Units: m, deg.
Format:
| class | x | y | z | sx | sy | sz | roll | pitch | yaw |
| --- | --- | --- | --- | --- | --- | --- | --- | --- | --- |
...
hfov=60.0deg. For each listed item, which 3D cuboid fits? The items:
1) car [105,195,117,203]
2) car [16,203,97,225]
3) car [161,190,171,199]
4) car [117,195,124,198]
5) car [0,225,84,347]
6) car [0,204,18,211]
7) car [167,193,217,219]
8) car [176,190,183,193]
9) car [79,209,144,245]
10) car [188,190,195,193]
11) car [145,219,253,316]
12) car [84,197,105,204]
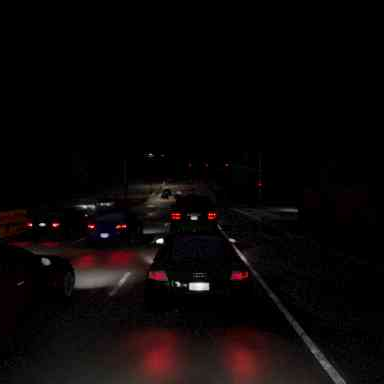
| class | x | y | z | sx | sy | sz | roll | pitch | yaw |
| --- | --- | --- | --- | --- | --- | --- | --- | --- | --- |
| car | -17.555 | 1.595 | 69.315 | 1.895 | 1.301 | 4.718 | 0 | 0 | 0 |
| car | -6.902 | 1.547 | 17.756 | 2.033 | 1.411 | 5.357 | 0 | 0 | -1 |
| car | -7.161 | 1.070 | 87.097 | 1.812 | 1.442 | 4.674 | 0 | 3 | 0 |
| car | -17.614 | 1.465 | 79.516 | 1.895 | 1.301 | 4.718 | 0 | 1 | 0 |
| car | -3.407 | 1.526 | 5.195 | 1.812 | 1.442 | 4.674 | 0 | 0 | 0 |
| car | -14.272 | 1.547 | 23.868 | 2.033 | 1.411 | 5.357 | 0 | 0 | 2 |
| car | 0.089 | 1.221 | 17.022 | 2.150 | 2.045 | 5.566 | 0 | 0 | 0 |
| car | -3.661 | 1.070 | 87.119 | 1.812 | 1.442 | 4.674 | 0 | 3 | 0 |
| car | -3.410 | 1.526 | 15.305 | 1.812 | 1.442 | 4.674 | 0 | 0 | 0 |
| car | -0.163 | 1.000 | 87.528 | 1.882 | 1.535 | 5.008 | 0 | 3 | 0 |
| car | 0.101 | 1.564 | 7.618 | 1.994 | 1.385 | 4.181 | 0 | 0 | -1 |
| car | -17.600 | 1.601 | 59.190 | 1.895 | 1.301 | 4.718 | 0 | 0 | 0 |
